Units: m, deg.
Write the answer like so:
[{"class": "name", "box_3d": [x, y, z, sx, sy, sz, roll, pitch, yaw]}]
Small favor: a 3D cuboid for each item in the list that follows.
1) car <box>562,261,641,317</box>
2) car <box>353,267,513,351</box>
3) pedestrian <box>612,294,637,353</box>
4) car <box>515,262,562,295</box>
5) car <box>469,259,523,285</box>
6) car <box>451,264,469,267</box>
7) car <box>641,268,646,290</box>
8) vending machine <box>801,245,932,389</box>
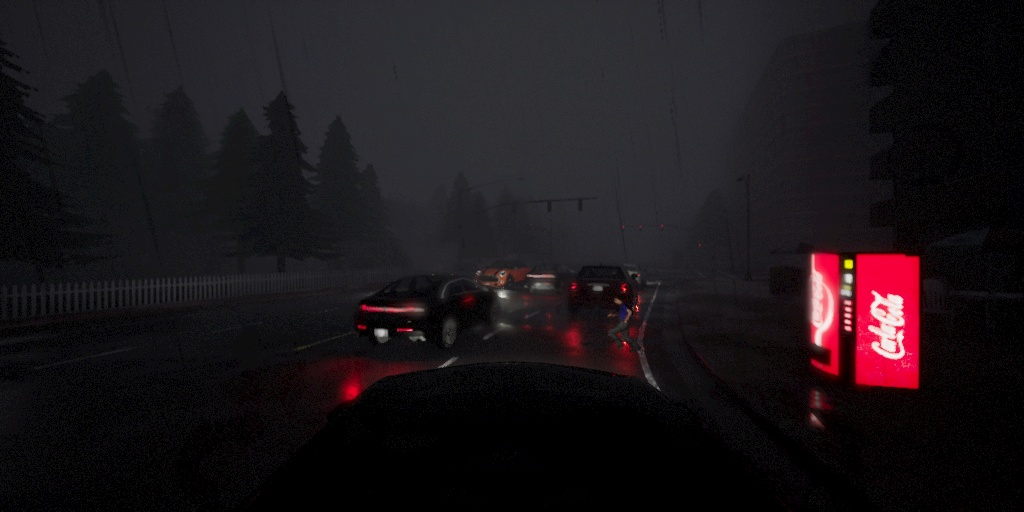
[{"class": "car", "box_3d": [3.534, 1.053, 13.400, 2.097, 1.767, 4.553, 0, 0, 22]}, {"class": "car", "box_3d": [-1.773, 1.211, 9.060, 2.128, 1.511, 4.902, 0, 0, 16]}, {"class": "pedestrian", "box_3d": [2.269, 1.301, 7.254, 0.375, 1.300, 0.375, 0, 0, 16]}, {"class": "car", "box_3d": [2.209, 1.168, 19.309, 2.128, 1.511, 4.902, 0, 0, 23]}, {"class": "car", "box_3d": [-0.467, 1.014, 22.441, 2.097, 1.767, 4.553, 0, 0, 24]}, {"class": "car", "box_3d": [-3.455, 1.255, 24.332, 1.895, 1.301, 4.718, 0, 0, 24]}, {"class": "car", "box_3d": [7.173, 1.191, 22.018, 1.812, 1.442, 4.674, 0, 0, 24]}, {"class": "vending machine", "box_3d": [5.402, 0.930, 5.559, 1.100, 2.100, 0.880, 0, 0, 15]}]
